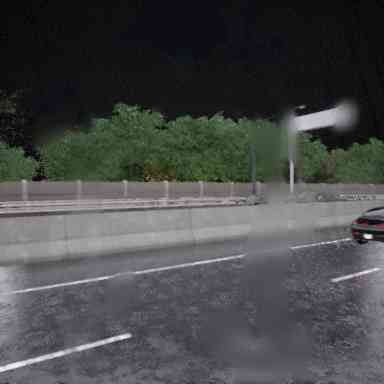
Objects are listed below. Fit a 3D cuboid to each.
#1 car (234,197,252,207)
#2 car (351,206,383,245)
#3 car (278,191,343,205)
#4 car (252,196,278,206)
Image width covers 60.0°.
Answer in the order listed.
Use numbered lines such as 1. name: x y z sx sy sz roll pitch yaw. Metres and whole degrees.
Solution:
1. car: 6.317 1.183 33.054 4.892 1.490 1.837 -1 0 -33
2. car: 8.297 1.302 13.187 4.892 1.490 1.837 -1 1 -33
3. car: 9.982 0.912 27.085 5.566 2.045 2.150 -1 0 -33
4. car: 7.966 1.212 29.937 4.674 1.442 1.812 -1 0 -33
